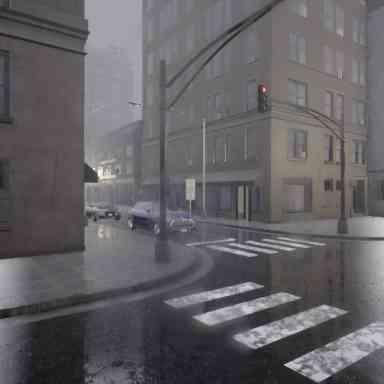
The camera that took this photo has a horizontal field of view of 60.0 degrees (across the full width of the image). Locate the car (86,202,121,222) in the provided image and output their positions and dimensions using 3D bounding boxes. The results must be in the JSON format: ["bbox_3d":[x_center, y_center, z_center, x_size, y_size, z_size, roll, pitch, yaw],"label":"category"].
[{"bbox_3d":[-6.991,1.433,25.336,1.994,1.385,4.181,0,0,-35],"label":"car"}]

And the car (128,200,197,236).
[{"bbox_3d":[-1.692,1.269,17.936,2.097,1.767,4.553,0,0,-36],"label":"car"}]
